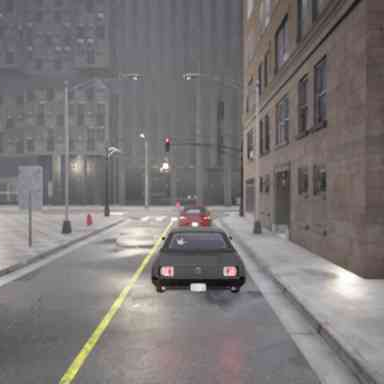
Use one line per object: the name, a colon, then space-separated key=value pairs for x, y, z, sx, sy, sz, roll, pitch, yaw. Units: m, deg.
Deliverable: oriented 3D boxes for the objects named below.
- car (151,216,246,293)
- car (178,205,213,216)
car: x=0.128 y=1.554 z=8.671 sx=1.895 sy=1.301 sz=4.718 roll=0 pitch=0 yaw=0
car: x=0.185 y=1.426 z=18.680 sx=1.812 sy=1.442 sz=4.674 roll=0 pitch=0 yaw=1
